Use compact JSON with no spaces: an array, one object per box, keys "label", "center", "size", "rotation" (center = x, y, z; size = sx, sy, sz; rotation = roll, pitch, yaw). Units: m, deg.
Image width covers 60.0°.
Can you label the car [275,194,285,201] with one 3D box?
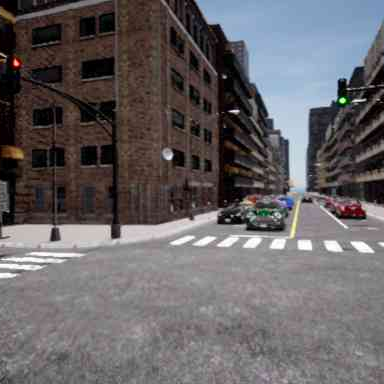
[{"label":"car","center":[20.733,1.268,78.229],"size":[2.008,1.369,4.403],"rotation":[-1,0,18]}]

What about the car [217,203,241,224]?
[{"label":"car","center":[3.062,1.505,24.223],"size":[1.947,1.339,4.313],"rotation":[-1,0,18]}]

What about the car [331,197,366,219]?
[{"label":"car","center":[12.792,1.278,27.019],"size":[1.967,1.590,4.097],"rotation":[-1,0,18]}]

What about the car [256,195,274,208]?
[{"label":"car","center":[10.129,1.286,45.826],"size":[1.967,1.590,4.097],"rotation":[-1,0,18]}]

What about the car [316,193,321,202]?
[{"label":"car","center":[25.164,1.233,64.824],"size":[2.008,1.369,4.403],"rotation":[-1,0,18]}]

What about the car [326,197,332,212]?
[{"label":"car","center":[14.560,1.255,32.420],"size":[1.967,1.590,4.097],"rotation":[-1,0,18]}]

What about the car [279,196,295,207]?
[{"label":"car","center":[14.270,1.349,49.826],"size":[2.033,1.411,5.357],"rotation":[-1,0,18]}]

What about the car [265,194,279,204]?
[{"label":"car","center":[13.664,1.242,56.628],"size":[1.967,1.590,4.097],"rotation":[-1,0,18]}]

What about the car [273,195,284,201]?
[{"label":"car","center":[18.966,1.289,72.828],"size":[2.008,1.369,4.403],"rotation":[-1,0,18]}]

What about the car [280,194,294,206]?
[{"label":"car","center":[10.976,1.321,39.784],"size":[1.882,1.535,5.008],"rotation":[-1,0,18]}]

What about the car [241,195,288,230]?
[{"label":"car","center":[4.606,1.280,20.508],"size":[2.097,1.767,4.553],"rotation":[-1,0,18]}]

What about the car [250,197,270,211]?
[{"label":"car","center":[8.310,1.395,40.264],"size":[1.752,1.417,4.829],"rotation":[-1,0,18]}]

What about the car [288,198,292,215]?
[{"label":"car","center":[7.684,1.487,29.953],"size":[1.895,1.301,4.718],"rotation":[-1,0,18]}]

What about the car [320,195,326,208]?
[{"label":"car","center":[18.096,1.351,43.221],"size":[1.802,1.307,4.206],"rotation":[-1,0,18]}]

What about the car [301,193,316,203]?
[{"label":"car","center":[20.558,1.295,59.393],"size":[1.994,1.385,4.181],"rotation":[-1,0,18]}]

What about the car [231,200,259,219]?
[{"label":"car","center":[4.776,1.441,29.463],"size":[1.752,1.417,4.829],"rotation":[-1,0,18]}]
